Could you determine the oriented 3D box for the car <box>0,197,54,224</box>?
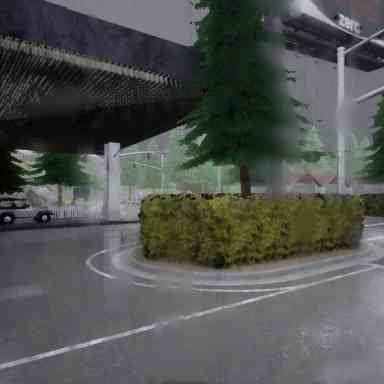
[{"bbox_3d":[-11.982,1.313,23.468,3.866,1.878,1.905,0,0,-36],"label":"car"}]
